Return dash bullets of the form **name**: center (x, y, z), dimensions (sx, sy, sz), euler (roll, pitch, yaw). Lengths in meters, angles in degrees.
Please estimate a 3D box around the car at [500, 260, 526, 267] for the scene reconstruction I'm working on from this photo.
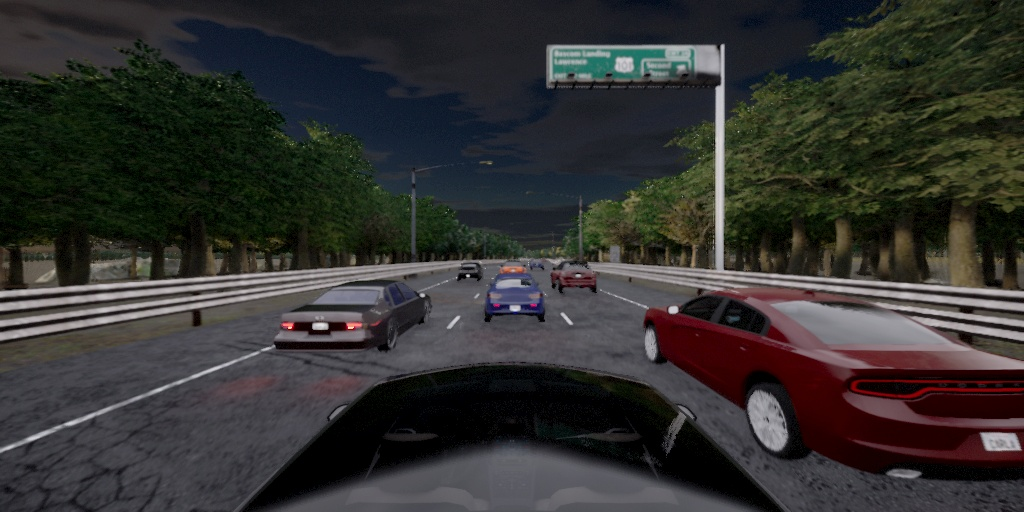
- **car**: center (0.096, 1.143, 29.846), dimensions (2.097, 1.767, 4.553), euler (0, 0, 0)

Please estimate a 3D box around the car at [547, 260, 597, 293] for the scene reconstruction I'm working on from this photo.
- **car**: center (3.487, 1.068, 20.991), dimensions (2.097, 1.767, 4.553), euler (0, 0, 0)

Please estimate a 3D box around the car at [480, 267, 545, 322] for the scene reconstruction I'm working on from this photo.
- **car**: center (0.080, 1.280, 12.237), dimensions (1.812, 1.442, 4.674), euler (0, 0, 0)

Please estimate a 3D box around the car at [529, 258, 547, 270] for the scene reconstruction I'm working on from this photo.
- **car**: center (3.879, 1.220, 56.791), dimensions (2.097, 1.767, 4.553), euler (0, 0, 2)

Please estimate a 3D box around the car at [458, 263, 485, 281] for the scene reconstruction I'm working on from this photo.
- **car**: center (-3.404, 1.297, 30.220), dimensions (1.837, 1.490, 4.892), euler (0, 0, 0)

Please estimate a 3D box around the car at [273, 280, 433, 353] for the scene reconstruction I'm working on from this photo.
- **car**: center (-3.405, 1.298, 8.872), dimensions (2.033, 1.411, 5.357), euler (0, 0, 0)

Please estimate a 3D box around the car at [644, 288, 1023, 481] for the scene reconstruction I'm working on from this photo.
- **car**: center (3.497, 1.180, 5.040), dimensions (1.882, 1.535, 5.008), euler (0, 0, 0)
